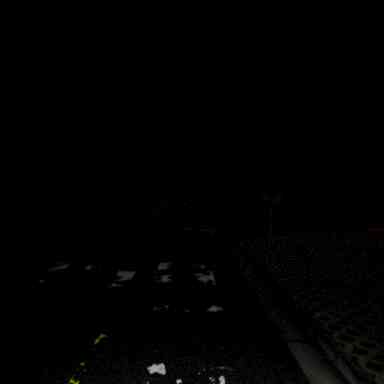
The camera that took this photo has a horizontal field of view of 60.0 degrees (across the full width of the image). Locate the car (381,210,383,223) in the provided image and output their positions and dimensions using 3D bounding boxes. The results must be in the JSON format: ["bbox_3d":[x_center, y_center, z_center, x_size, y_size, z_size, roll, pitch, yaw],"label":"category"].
[{"bbox_3d":[14.795,1.537,21.799,5.008,1.535,1.882,1,0,-20],"label":"car"}]
